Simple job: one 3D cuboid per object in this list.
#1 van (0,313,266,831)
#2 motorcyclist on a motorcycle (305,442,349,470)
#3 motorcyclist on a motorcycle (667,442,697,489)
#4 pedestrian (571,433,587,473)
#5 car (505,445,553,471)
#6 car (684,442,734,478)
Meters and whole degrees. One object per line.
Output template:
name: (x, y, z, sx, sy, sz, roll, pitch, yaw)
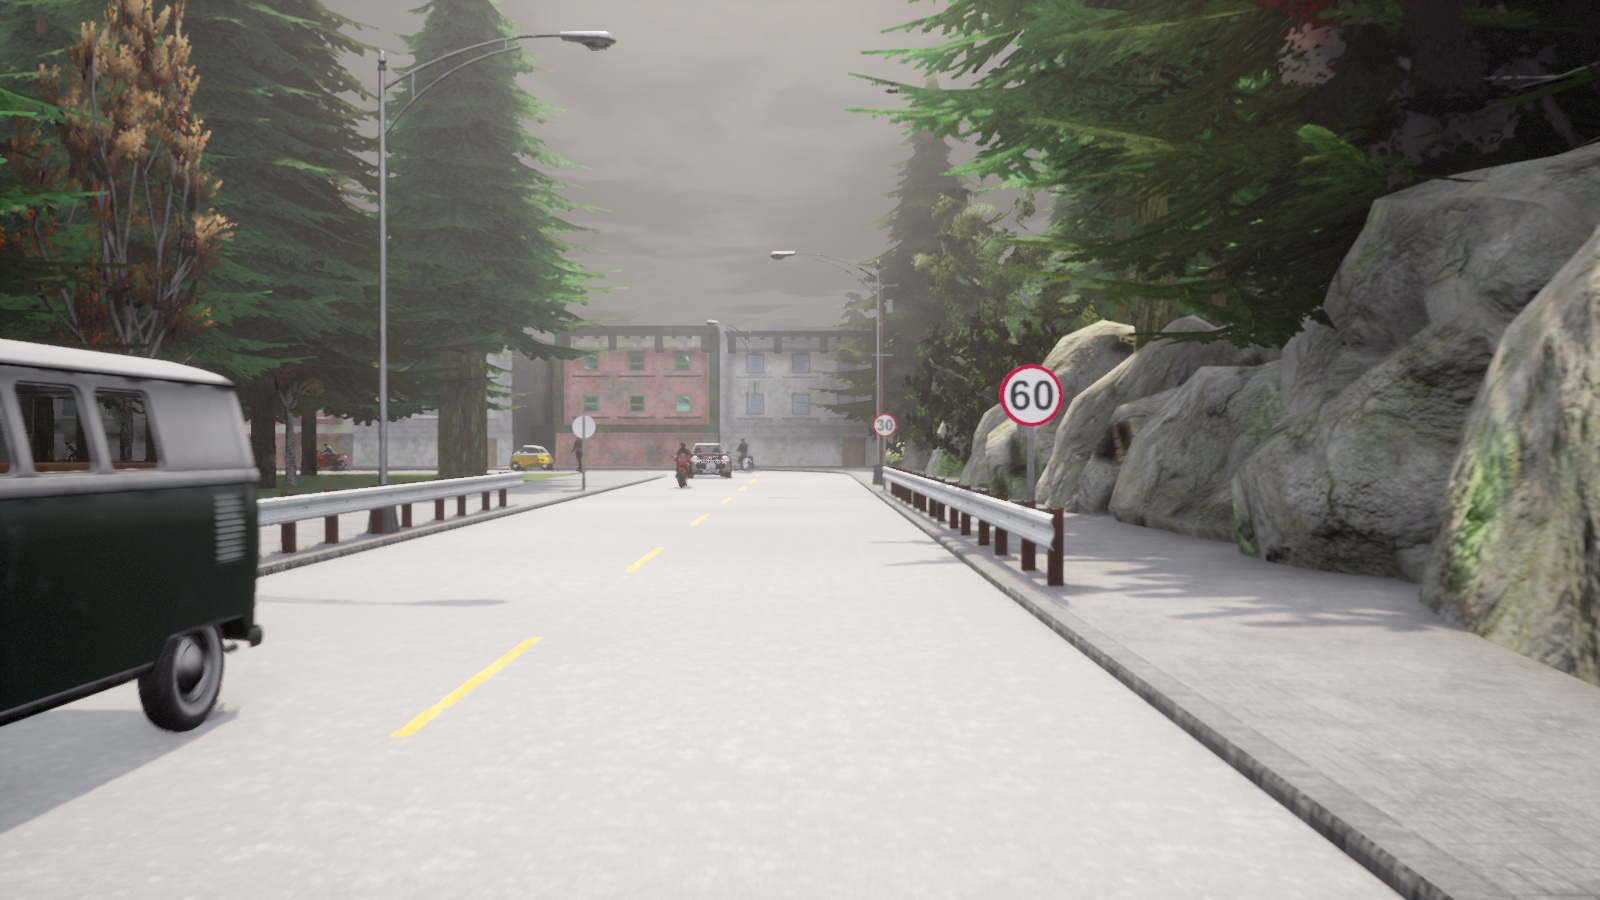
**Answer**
van: (-3.956, 0.469, 4.969, 1.775, 1.987, 4.442, 0, 0, 0)
motorcyclist on a motorcycle: (-25.429, 0.327, 67.558, 2.044, 1.523, 0.797, 0, 0, 0)
motorcyclist on a motorcycle: (-3.877, 0.491, 41.557, 0.797, 1.523, 2.044, 0, 0, 0)
pedestrian: (-10.151, 0.123, 57.592, 0.328, 1.805, 0.869, 0, 0, -40)
car: (-14.510, 0.410, 67.399, 2.207, 1.376, 1.481, 0, 0, 2)
car: (-3.962, 0.404, 54.019, 1.970, 1.475, 3.806, 0, 0, -7)
